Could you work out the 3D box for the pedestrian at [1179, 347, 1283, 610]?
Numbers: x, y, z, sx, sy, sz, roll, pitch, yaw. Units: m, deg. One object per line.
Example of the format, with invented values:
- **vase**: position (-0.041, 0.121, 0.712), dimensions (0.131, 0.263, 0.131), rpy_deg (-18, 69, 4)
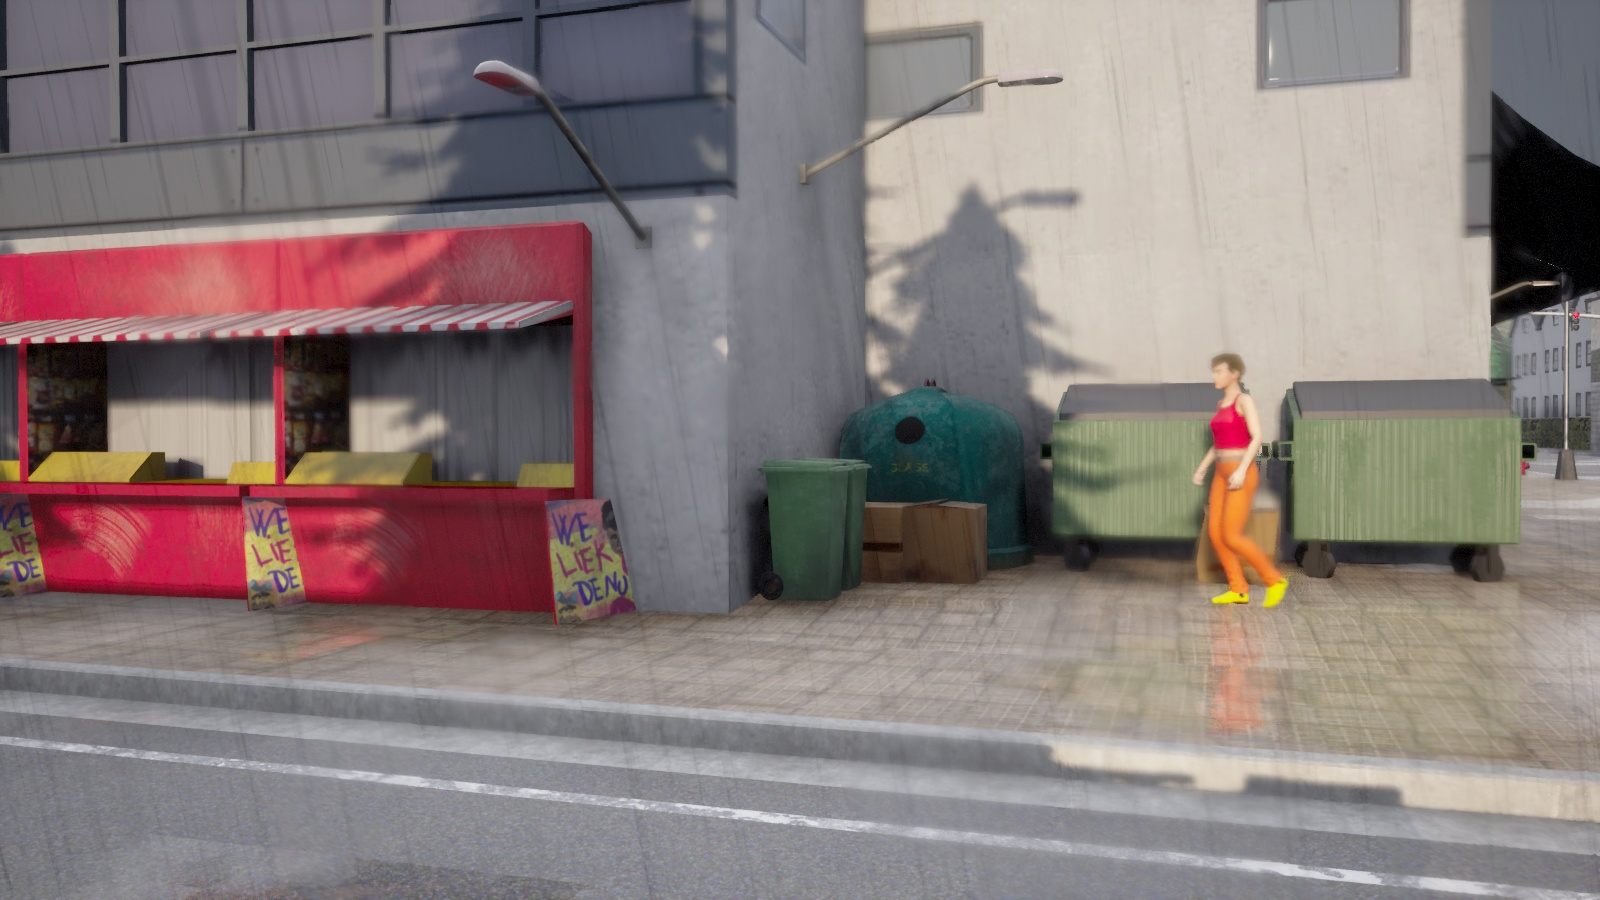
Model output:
- **pedestrian**: position (3.069, 0.199, 8.953), dimensions (0.594, 1.836, 0.345), rpy_deg (0, 1, -7)
